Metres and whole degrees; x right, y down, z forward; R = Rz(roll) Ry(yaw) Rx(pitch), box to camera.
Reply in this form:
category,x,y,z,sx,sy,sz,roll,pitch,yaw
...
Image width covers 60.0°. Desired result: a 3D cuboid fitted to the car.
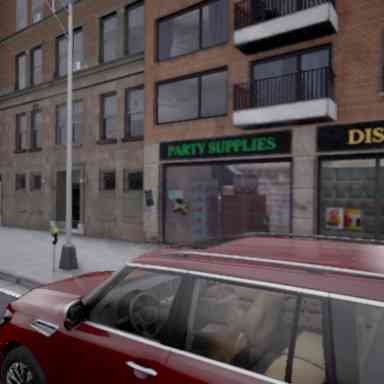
category,x,y,z,sx,sy,sz,roll,pitch,yaw
car,0.316,1.311,2.842,5.009,1.841,2.192,0,1,36
